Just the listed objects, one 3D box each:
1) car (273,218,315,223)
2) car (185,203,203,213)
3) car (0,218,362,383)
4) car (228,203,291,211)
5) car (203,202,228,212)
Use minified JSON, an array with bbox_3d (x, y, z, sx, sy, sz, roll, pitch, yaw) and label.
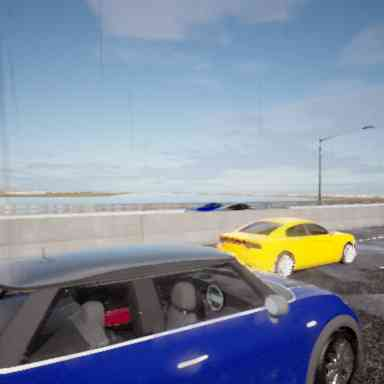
[{"bbox_3d":[3.053,1.527,10.204,5.008,1.535,1.882,0,0,-35],"label":"car"},{"bbox_3d":[1.529,1.637,30.783,4.674,1.442,1.812,0,0,-35],"label":"car"},{"bbox_3d":[-0.120,1.363,3.670,4.553,1.767,2.097,1,0,-35],"label":"car"},{"bbox_3d":[5.470,1.603,24.998,4.902,1.511,2.128,0,0,-35],"label":"car"},{"bbox_3d":[3.510,1.637,27.898,4.674,1.442,1.812,0,0,-35],"label":"car"}]
